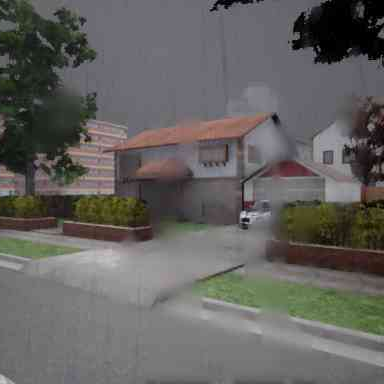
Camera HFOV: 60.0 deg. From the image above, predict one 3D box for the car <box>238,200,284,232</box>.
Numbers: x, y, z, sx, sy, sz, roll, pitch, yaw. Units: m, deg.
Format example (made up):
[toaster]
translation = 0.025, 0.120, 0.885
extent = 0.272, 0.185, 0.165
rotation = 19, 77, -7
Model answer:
[car]
translation = 4.023, 1.168, 17.438
extent = 1.970, 1.475, 3.806
rotation = 0, 0, 36
